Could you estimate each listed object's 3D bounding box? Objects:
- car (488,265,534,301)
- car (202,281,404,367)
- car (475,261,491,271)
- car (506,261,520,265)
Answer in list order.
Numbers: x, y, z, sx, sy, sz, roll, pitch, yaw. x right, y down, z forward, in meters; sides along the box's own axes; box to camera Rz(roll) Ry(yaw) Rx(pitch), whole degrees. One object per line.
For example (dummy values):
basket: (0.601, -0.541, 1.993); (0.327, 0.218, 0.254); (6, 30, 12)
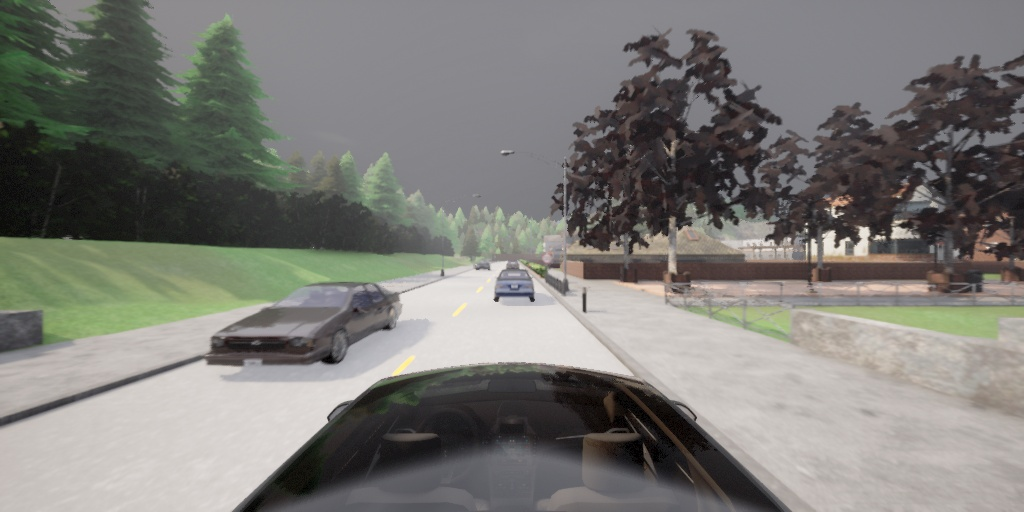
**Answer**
car: (0.105, 1.332, 17.545); (2.033, 1.411, 5.357); (0, 0, 0)
car: (-4.098, 1.312, 8.341); (2.033, 1.411, 5.357); (0, 0, 0)
car: (-4.051, 1.422, 50.827); (1.994, 1.385, 4.181); (0, 0, 0)
car: (0.120, 1.405, 50.592); (2.033, 1.411, 5.357); (0, 0, 0)
